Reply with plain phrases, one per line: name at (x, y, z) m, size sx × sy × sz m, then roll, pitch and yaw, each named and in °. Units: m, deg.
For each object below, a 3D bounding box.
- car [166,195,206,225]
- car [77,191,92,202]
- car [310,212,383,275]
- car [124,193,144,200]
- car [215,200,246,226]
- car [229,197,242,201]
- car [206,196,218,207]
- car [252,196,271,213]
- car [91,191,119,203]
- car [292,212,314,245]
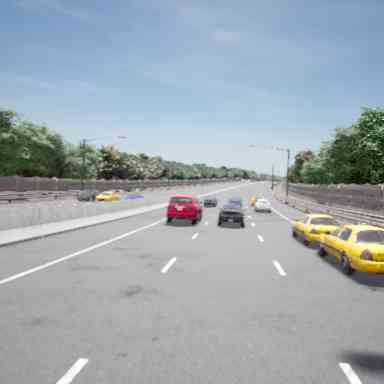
car at (-0.484, 1.277, 25.529) m, size 2.150 × 2.045 × 5.566 m, roll 2°, pitch 1°, yaw 8°
car at (-15.029, 0.631, 48.877) m, size 1.837 × 1.490 × 4.892 m, roll 2°, pitch 2°, yaw 9°
car at (5.734, 1.773, 11.411) m, size 1.801 × 1.575 × 5.366 m, roll 2°, pitch 0°, yaw 7°
car at (-8.190, 0.922, 47.399) m, size 1.812 × 1.442 × 4.674 m, roll 2°, pitch 1°, yaw 9°
car at (3.008, 1.690, 25.283) m, size 1.837 × 1.490 × 4.892 m, roll 2°, pitch 1°, yaw 8°
car at (6.324, 1.416, 48.638) m, size 2.033 × 1.411 × 5.357 m, roll 2°, pitch 1°, yaw 9°
car at (2.720, 1.301, 48.209) m, size 2.033 × 1.411 × 5.357 m, roll 2°, pitch 1°, yaw 9°
car at (8.611, 1.656, 40.542) m, size 1.812 × 1.442 × 4.674 m, roll 2°, pitch 1°, yaw 9°
car at (-11.816, 0.764, 46.747) m, size 1.882 × 1.535 × 5.008 m, roll 2°, pitch 1°, yaw 9°
car at (6.457, 1.806, 17.297) m, size 1.801 × 1.575 × 5.366 m, roll 2°, pitch 0°, yaw 7°
